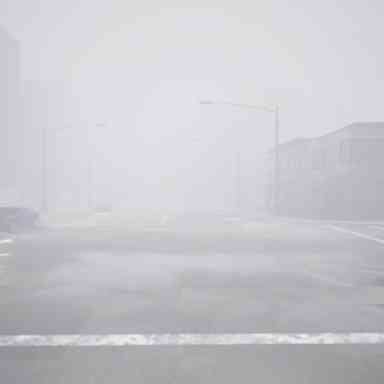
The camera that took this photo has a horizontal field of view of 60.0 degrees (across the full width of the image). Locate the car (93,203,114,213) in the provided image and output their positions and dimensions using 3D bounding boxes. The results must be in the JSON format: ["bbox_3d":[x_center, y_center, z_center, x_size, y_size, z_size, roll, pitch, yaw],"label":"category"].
[{"bbox_3d":[-11.959,2.151,45.171,1.994,1.385,4.181,0,-1,-2],"label":"car"}]

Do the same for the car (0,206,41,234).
[{"bbox_3d":[-10.982,1.611,20.204,1.882,1.535,5.008,0,0,-2],"label":"car"}]
